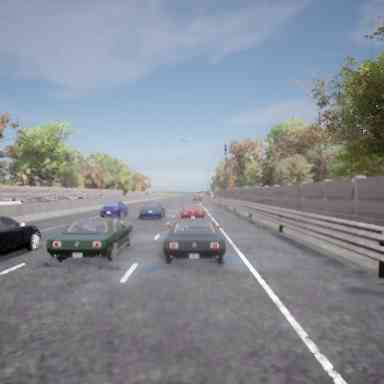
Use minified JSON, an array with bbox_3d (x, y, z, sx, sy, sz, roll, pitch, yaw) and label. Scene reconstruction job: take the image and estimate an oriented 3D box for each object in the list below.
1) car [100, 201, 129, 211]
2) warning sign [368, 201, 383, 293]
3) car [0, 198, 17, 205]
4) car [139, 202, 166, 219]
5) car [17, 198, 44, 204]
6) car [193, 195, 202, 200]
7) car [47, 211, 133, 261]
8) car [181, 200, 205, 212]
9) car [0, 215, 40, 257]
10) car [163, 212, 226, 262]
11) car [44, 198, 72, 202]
[{"bbox_3d":[-6.912,1.548,29.922,1.812,1.442,4.674,0,0,0],"label":"car"},{"bbox_3d":[4.548,1.117,6.825,1.300,1.860,1.060,0,0,0],"label":"warning sign"},{"bbox_3d":[-24.576,1.570,44.522,1.812,1.442,4.674,0,0,0],"label":"car"},{"bbox_3d":[-3.413,1.586,29.399,1.994,1.385,4.181,0,0,0],"label":"car"},{"bbox_3d":[-21.076,1.538,45.112,2.128,1.511,4.902,0,0,0],"label":"car"},{"bbox_3d":[1.224,1.462,76.796,2.097,1.767,4.553,0,0,0],"label":"car"},{"bbox_3d":[-3.418,1.605,12.200,1.895,1.301,4.718,0,0,0],"label":"car"},{"bbox_3d":[0.081,1.620,27.219,1.895,1.301,4.718,0,0,0],"label":"car"},{"bbox_3d":[-6.924,1.481,11.121,1.882,1.535,5.008,0,0,0],"label":"car"},{"bbox_3d":[0.081,1.605,12.019,1.895,1.301,4.718,0,0,0],"label":"car"},{"bbox_3d":[-17.579,1.538,45.109,2.128,1.511,4.902,0,0,0],"label":"car"}]
